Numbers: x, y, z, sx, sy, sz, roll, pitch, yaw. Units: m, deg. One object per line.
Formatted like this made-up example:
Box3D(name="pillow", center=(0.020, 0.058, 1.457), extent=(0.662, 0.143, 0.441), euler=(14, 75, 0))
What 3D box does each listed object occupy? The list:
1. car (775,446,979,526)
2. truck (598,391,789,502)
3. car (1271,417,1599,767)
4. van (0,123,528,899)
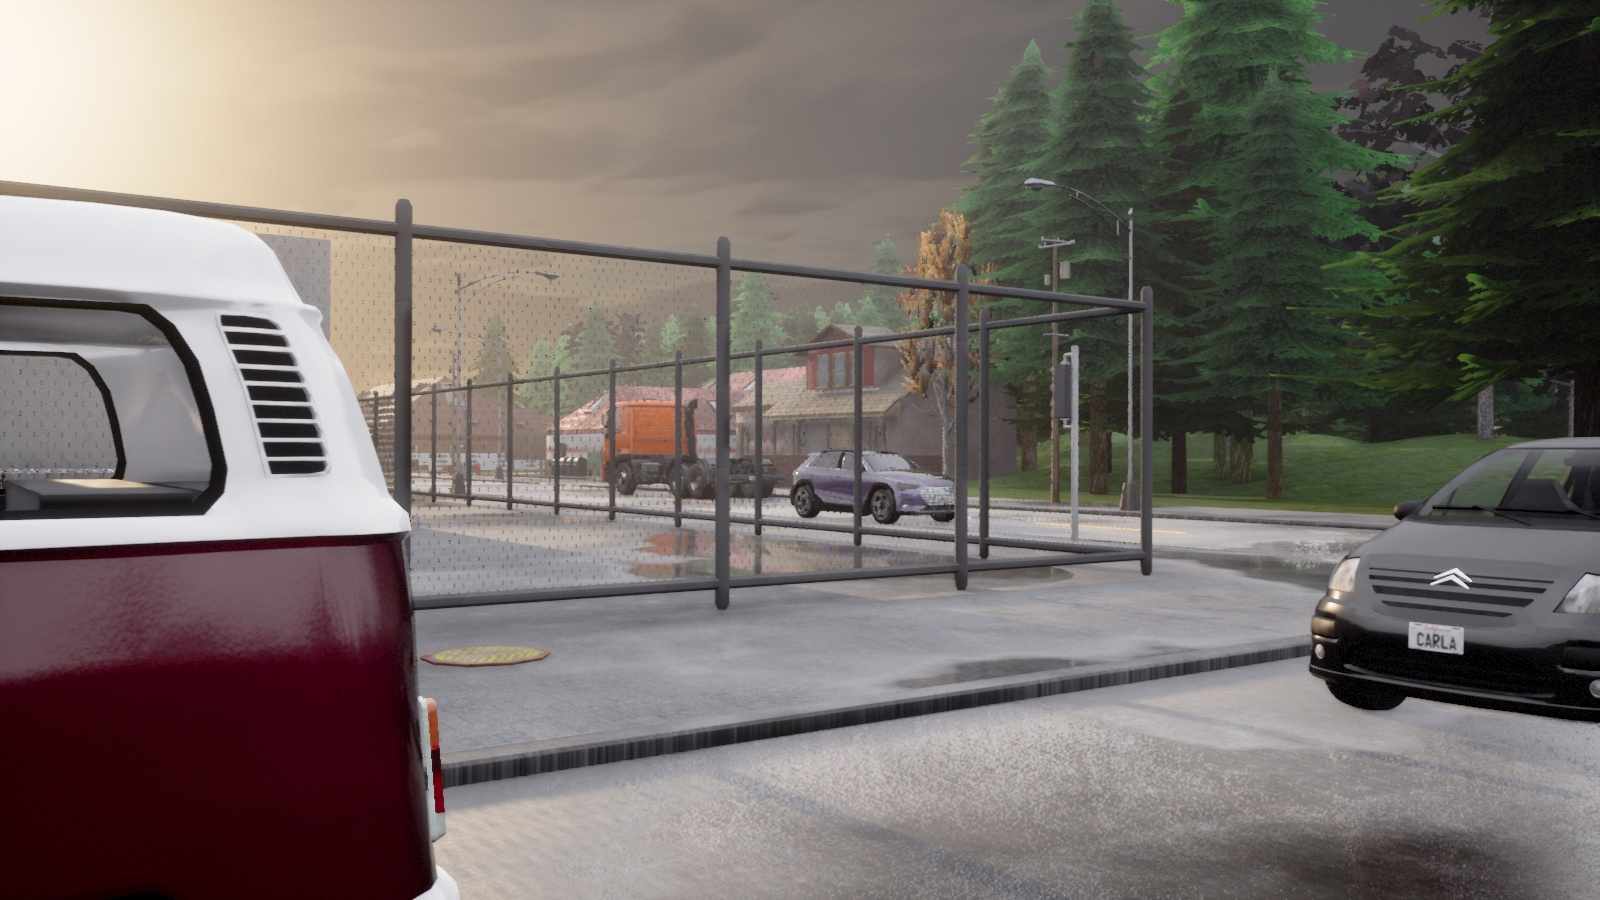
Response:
Box3D(name="car", center=(1.630, 0.754, 28.406), extent=(2.033, 1.649, 4.856), euler=(0, 0, -35))
Box3D(name="truck", center=(-3.842, -0.106, 43.348), extent=(2.891, 3.462, 7.936), euler=(0, 0, -36))
Box3D(name="car", center=(4.818, 0.658, 7.602), extent=(3.988, 1.617, 1.851), euler=(0, 0, -38))
Box3D(name="van", center=(-2.998, 0.479, 2.187), extent=(4.480, 2.038, 2.069), euler=(0, 0, -35))
